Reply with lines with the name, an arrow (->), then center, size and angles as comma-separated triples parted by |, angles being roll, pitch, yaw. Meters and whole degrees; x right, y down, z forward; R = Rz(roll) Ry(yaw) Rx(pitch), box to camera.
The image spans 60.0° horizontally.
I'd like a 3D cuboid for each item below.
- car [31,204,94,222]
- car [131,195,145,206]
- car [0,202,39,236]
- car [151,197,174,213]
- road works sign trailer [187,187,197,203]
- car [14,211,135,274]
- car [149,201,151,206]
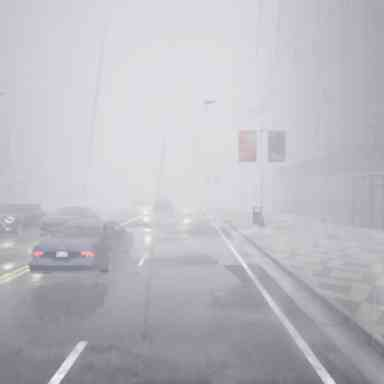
car -> -6.598, 1.511, 18.280 | 1.882, 1.535, 5.008 | 0, 0, 0
car -> -9.765, 1.719, 60.338 | 1.837, 1.490, 4.892 | 0, 0, 0
car -> -9.847, 1.385, 18.460 | 2.097, 1.767, 4.553 | 0, 0, 0
car -> -3.150, 1.457, 38.225 | 2.097, 1.767, 4.553 | 0, 0, 0
road works sign trailer -> 0.069, 0.716, 78.877 | 2.380, 3.560, 2.880 | 0, 0, 0
car -> -3.155, 1.563, 10.585 | 2.033, 1.411, 5.357 | 0, 0, 0
car -> -6.514, 1.734, 60.390 | 1.812, 1.442, 4.674 | 0, 0, 0
